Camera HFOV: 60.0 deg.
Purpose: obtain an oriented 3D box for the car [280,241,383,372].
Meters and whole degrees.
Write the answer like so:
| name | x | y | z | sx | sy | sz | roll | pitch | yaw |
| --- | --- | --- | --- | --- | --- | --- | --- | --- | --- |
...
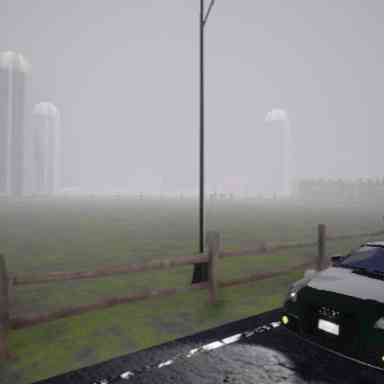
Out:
| name | x | y | z | sx | sy | sz | roll | pitch | yaw |
| --- | --- | --- | --- | --- | --- | --- | --- | --- | --- |
| car | 3.399 | 1.564 | 5.452 | 4.181 | 1.385 | 1.994 | 0 | 0 | -35 |
